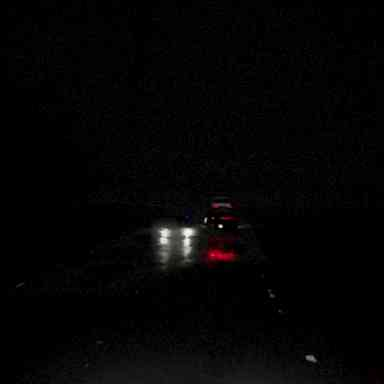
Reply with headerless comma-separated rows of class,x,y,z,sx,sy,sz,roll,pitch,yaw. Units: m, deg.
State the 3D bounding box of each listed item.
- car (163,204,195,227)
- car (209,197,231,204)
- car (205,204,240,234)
car,-0.902,1.679,24.855,1.882,1.535,5.008,0,-1,6
car,3.057,1.578,36.087,2.150,2.045,5.566,0,-1,1
car,1.833,1.644,20.125,1.837,1.490,4.892,0,-2,7
